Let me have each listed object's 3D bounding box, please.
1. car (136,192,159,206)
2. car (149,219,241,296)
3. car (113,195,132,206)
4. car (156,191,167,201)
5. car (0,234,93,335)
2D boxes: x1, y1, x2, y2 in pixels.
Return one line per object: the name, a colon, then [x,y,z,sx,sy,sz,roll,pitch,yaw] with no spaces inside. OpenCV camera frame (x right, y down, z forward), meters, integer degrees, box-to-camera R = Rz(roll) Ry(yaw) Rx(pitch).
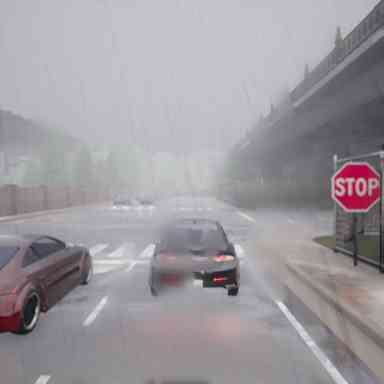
car: [-6.428,1.168,48.142,1.837,1.490,4.892,0,0,1]
car: [0.060,1.432,8.461,2.128,1.511,4.902,0,0,0]
car: [-9.935,1.171,47.720,1.837,1.490,4.892,0,1,1]
car: [-6.125,0.768,64.852,2.150,2.045,5.566,0,0,1]
car: [-3.445,1.517,6.634,1.994,1.385,4.181,0,0,0]
